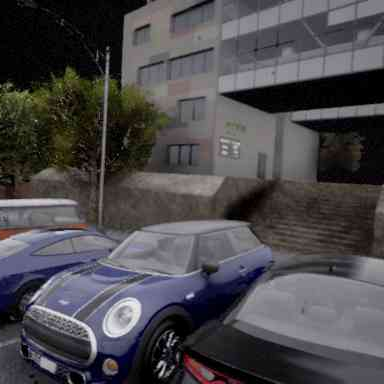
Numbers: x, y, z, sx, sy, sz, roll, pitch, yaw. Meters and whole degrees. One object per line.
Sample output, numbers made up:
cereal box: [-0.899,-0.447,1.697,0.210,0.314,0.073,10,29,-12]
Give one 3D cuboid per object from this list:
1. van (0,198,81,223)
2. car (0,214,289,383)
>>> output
van: [-4.794,1.184,8.846,1.878,1.987,4.442,1,0,36]
car: [-0.297,1.328,5.532,2.185,1.767,4.553,1,0,36]
